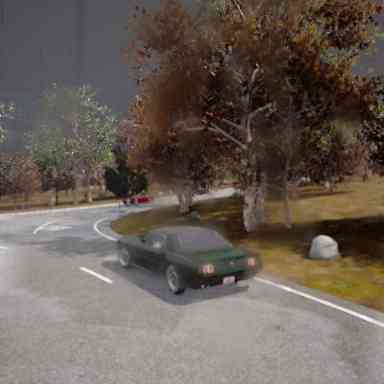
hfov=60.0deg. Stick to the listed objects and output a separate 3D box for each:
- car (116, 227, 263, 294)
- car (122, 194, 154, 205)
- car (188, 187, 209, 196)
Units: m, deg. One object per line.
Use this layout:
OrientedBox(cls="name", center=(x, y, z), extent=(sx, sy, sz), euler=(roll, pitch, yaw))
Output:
OrientedBox(cls="car", center=(-0.419, 1.594, 8.950), extent=(1.895, 1.301, 4.718), euler=(0, 0, -33))
OrientedBox(cls="car", center=(-7.228, 0.991, 44.865), extent=(1.895, 1.301, 4.718), euler=(0, 3, 31))
OrientedBox(cls="car", center=(0.956, -0.174, 56.904), extent=(1.837, 1.490, 4.892), euler=(0, 5, 38))
